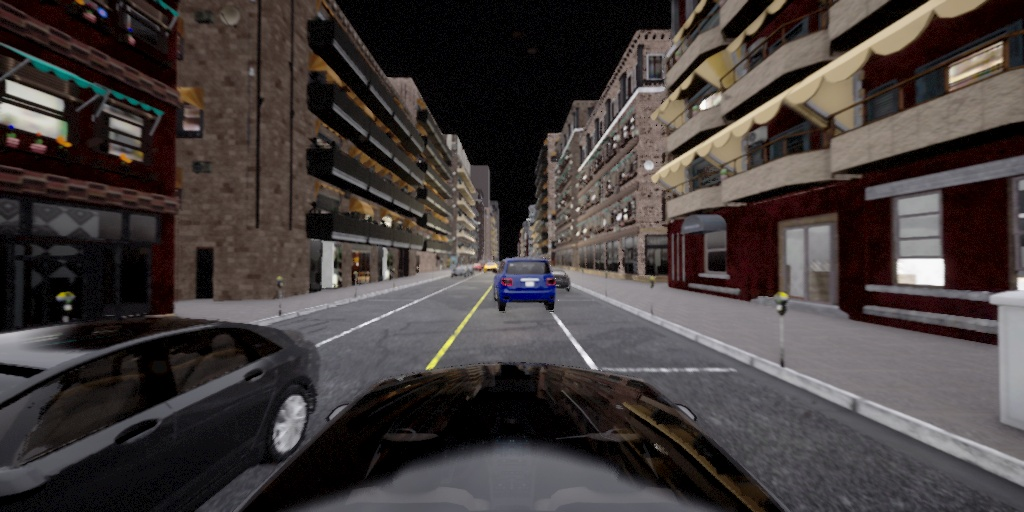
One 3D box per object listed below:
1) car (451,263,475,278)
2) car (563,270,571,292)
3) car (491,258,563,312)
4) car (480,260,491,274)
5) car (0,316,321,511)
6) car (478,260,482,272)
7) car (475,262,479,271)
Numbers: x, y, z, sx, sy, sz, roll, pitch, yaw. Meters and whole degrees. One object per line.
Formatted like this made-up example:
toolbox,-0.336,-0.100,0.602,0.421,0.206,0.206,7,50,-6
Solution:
car,-5.695,1.672,39.883,2.007,1.370,4.403,0,0,0
car,2.688,1.508,22.972,2.007,1.370,4.403,0,0,0
car,0.394,1.103,15.229,2.150,2.045,5.566,0,-1,-5
car,-3.034,1.715,51.889,1.882,1.535,5.008,0,-1,1
car,-3.100,1.260,2.188,1.837,1.490,4.892,0,-1,0
car,-5.696,1.830,56.792,1.888,1.381,4.507,0,0,0
car,-5.696,1.726,45.520,2.007,1.370,4.403,0,0,0
